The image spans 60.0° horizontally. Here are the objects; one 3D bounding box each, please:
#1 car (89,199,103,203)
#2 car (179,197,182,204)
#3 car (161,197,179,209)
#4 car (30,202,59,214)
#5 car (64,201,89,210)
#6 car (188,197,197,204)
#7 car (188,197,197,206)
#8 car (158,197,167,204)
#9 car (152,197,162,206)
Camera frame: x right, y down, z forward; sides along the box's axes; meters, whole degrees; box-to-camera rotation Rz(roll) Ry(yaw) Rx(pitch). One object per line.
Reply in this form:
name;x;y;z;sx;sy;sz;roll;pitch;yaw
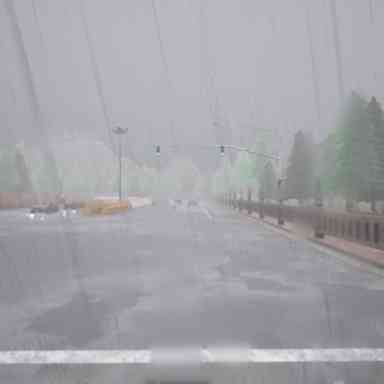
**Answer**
car;-17.451;1.998;60.250;2.033;1.411;5.357;0;0;1
car;-3.389;1.940;78.170;2.097;1.767;4.553;0;0;0
car;-3.341;1.910;51.312;1.812;1.442;4.674;0;0;0
car;-17.525;1.861;39.746;1.994;1.385;4.181;0;0;0
car;-17.503;1.974;49.849;1.895;1.301;4.718;0;0;0
car;0.111;1.956;77.952;2.033;1.411;5.357;0;0;0
car;0.096;2.053;67.531;2.033;1.411;5.357;0;0;0
car;-6.889;1.916;77.963;1.837;1.490;4.892;0;0;0
car;-6.904;1.860;67.929;2.097;1.767;4.553;0;0;0
